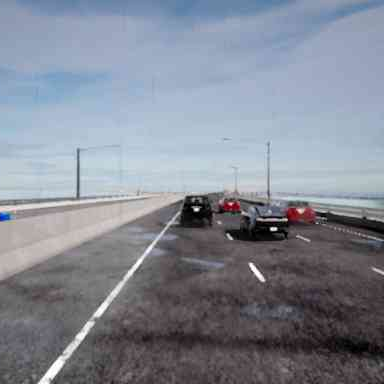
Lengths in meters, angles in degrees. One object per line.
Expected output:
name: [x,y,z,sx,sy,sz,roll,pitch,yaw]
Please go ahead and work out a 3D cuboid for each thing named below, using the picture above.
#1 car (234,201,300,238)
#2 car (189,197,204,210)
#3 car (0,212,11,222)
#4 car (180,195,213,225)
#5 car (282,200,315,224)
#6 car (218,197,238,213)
car: [3.739,1.478,17.572,2.128,1.511,4.902,0,0,1]
car: [0.615,1.464,42.408,1.812,1.442,4.674,0,0,1]
car: [-10.484,1.437,15.450,1.882,1.535,5.008,0,0,1]
car: [0.312,1.192,23.612,2.150,2.045,5.566,0,0,1]
car: [7.324,1.335,24.414,2.097,1.767,4.553,0,0,1]
car: [4.013,1.308,36.276,2.097,1.767,4.553,0,0,1]
